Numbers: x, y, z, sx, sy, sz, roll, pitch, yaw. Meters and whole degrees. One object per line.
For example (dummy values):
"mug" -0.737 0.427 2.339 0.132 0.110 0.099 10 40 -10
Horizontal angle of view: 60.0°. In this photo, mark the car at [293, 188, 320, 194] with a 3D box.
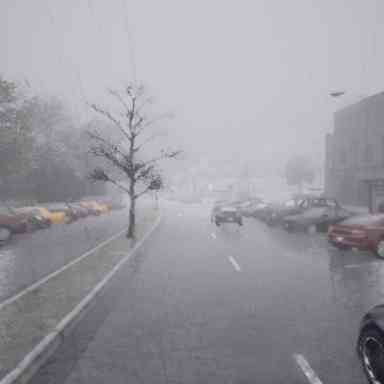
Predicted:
"car" 20.363 0.613 61.134 2.002 1.452 4.674 -6 3 -30

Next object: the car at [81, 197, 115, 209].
"car" -12.088 1.678 39.999 4.553 1.767 2.185 -1 0 -24

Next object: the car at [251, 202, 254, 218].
"car" 7.179 1.688 24.961 4.674 1.452 2.002 1 -1 -23

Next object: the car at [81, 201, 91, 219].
"car" -11.289 1.757 28.170 4.674 1.452 2.002 -1 0 -23

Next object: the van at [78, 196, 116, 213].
"van" -12.266 1.599 42.989 4.442 1.987 1.878 -1 -1 -25

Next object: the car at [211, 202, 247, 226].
"car" 2.493 1.697 24.685 1.812 1.442 4.674 0 0 -3

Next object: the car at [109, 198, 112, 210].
"car" -12.055 1.782 36.958 5.366 1.575 1.946 -1 0 -24

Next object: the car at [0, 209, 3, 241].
"car" -10.630 1.637 13.394 4.792 1.488 2.163 -1 -1 -21

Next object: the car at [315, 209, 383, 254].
"car" 7.604 1.567 12.884 5.008 1.535 2.097 1 -1 -22

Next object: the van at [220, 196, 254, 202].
"van" 6.142 1.522 39.984 4.442 1.987 1.878 1 0 -25

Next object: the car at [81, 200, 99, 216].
"car" -11.471 1.779 31.125 4.674 1.452 2.002 -1 0 -23

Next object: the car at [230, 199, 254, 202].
"car" 6.668 1.749 34.009 4.674 1.452 2.002 1 -1 -24

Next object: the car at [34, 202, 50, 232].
"car" -10.892 1.526 19.290 4.553 1.767 2.185 -1 -1 -22

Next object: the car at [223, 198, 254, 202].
"car" 6.474 1.731 37.021 4.892 1.521 2.231 1 0 -24

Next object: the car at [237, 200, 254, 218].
"car" 6.863 1.729 30.990 4.674 1.452 2.002 1 0 -24

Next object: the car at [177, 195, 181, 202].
"car" -0.299 2.059 92.507 5.566 2.045 2.435 1 0 -30

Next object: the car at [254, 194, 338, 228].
"car" 7.296 1.376 21.926 5.566 2.045 2.435 1 0 -23

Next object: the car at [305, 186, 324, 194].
"car" 23.313 0.036 61.637 2.435 2.045 5.566 -6 3 -30

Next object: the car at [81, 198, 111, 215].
"car" -11.505 1.755 34.160 5.366 1.575 1.946 -1 -1 -24

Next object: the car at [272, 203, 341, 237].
"car" 7.439 1.608 18.919 5.008 1.535 2.097 1 0 -22

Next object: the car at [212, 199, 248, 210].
"car" 5.649 1.846 49.033 4.792 1.488 2.163 1 -1 -26

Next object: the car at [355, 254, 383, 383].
"car" 3.073 1.581 2.531 1.994 1.385 4.181 0 0 0

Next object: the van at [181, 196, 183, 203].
"van" 0.155 2.067 89.502 4.442 1.987 1.878 1 0 -30

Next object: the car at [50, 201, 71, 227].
"car" -11.157 1.672 22.182 5.366 1.575 1.946 -1 0 -22

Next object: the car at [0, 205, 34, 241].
"car" -10.743 1.629 16.337 5.008 1.535 2.097 -1 0 -22

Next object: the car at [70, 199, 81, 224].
"car" -11.103 1.569 25.224 4.553 1.767 2.185 -1 0 -23

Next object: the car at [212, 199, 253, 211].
"car" 5.574 1.785 45.973 5.366 1.575 1.946 1 0 -25

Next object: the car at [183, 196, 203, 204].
"car" 0.735 2.152 86.581 4.553 1.767 2.185 1 -1 -30
